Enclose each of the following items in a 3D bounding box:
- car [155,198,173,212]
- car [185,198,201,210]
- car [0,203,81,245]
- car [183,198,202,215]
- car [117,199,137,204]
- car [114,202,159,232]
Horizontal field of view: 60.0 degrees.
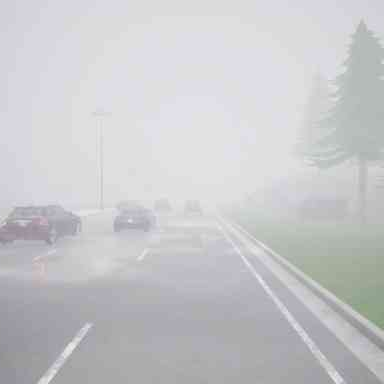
[{"bbox_3d":[-3.397,1.504,38.725,1.837,1.490,4.892,0,0,0],"label":"car"},{"bbox_3d":[0.135,1.547,44.316,2.033,1.411,5.357,0,0,1],"label":"car"},{"bbox_3d":[-6.901,1.352,15.716,2.097,1.767,4.553,0,0,0],"label":"car"},{"bbox_3d":[0.095,1.547,34.223,2.033,1.411,5.357,0,0,0],"label":"car"},{"bbox_3d":[-6.899,1.478,36.188,1.882,1.535,5.008,0,0,0],"label":"car"},{"bbox_3d":[-3.400,1.564,20.240,1.994,1.385,4.181,0,0,0],"label":"car"}]
